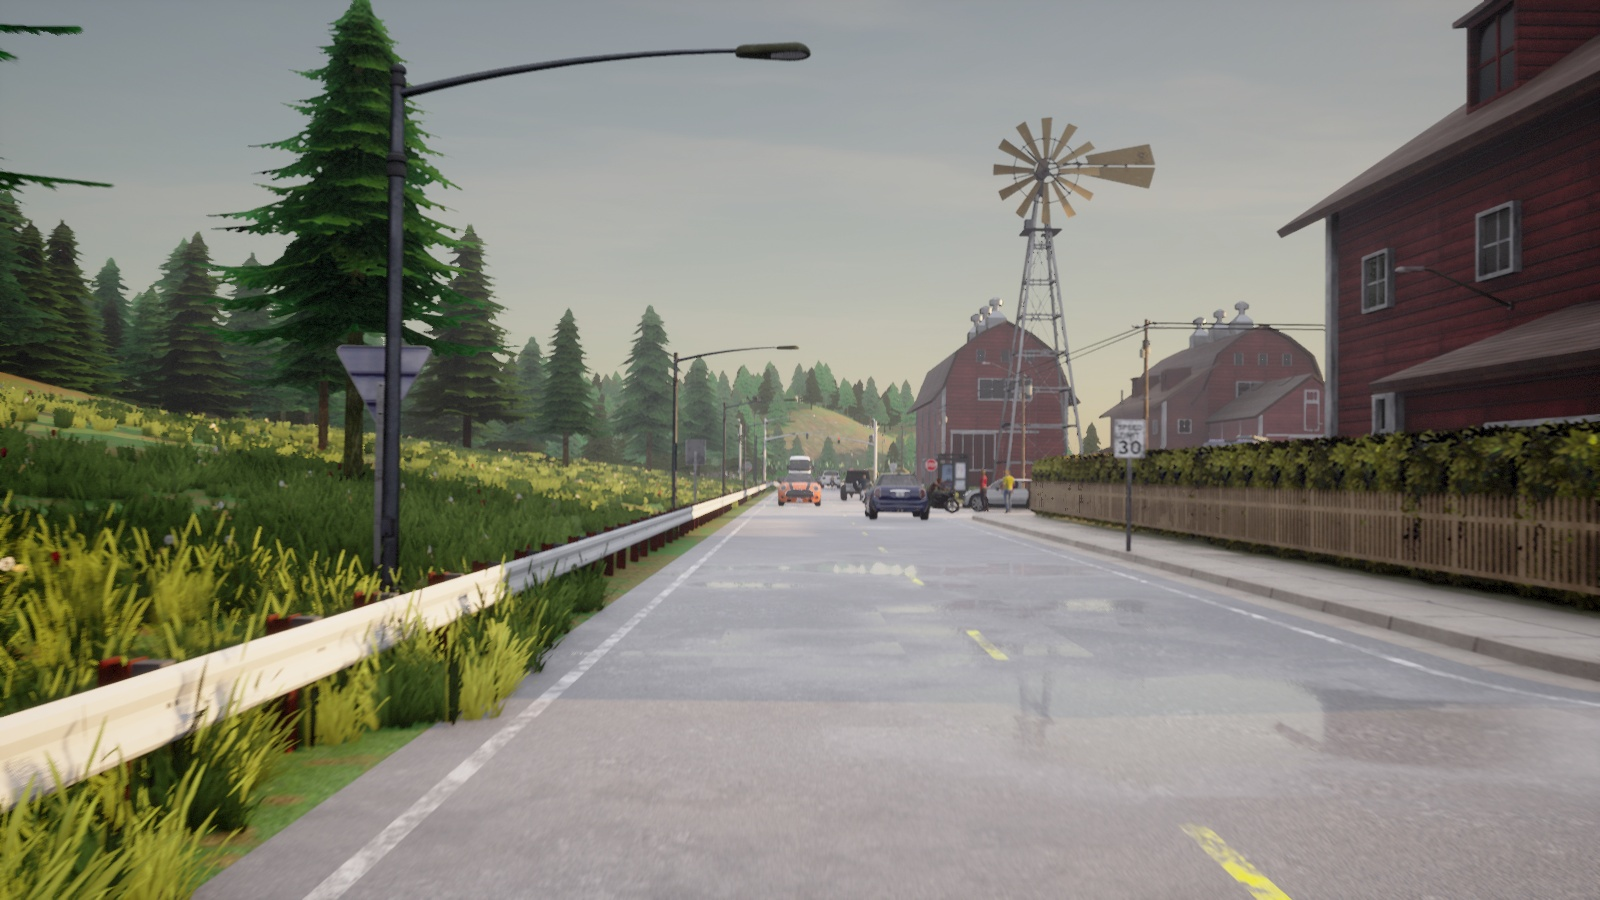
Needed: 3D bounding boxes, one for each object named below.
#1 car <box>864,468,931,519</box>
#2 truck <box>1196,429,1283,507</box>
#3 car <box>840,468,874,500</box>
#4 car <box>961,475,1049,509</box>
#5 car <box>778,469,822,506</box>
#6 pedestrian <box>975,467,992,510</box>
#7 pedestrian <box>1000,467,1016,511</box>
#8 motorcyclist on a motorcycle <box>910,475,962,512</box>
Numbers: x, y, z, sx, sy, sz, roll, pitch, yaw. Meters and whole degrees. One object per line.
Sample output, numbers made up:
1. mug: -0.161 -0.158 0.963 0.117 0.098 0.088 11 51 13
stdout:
1. car: 3.505 1.559 46.049 2.097 1.767 4.553 0 -1 0
2. truck: 23.109 0.961 65.687 2.891 3.827 8.468 0 -1 29
3. car: 3.499 2.079 77.146 1.905 1.878 3.866 0 -1 0
4. car: 9.200 1.875 56.322 3.806 1.475 1.970 0 -1 10
5. car: 0.002 1.866 63.006 2.097 1.767 4.553 0 -1 0
6. pedestrian: 7.982 1.660 54.638 0.636 1.846 0.331 0 -1 24
7. pedestrian: 8.732 1.626 52.729 0.354 1.836 0.706 0 -1 -17
8. motorcyclist on a motorcycle: 5.738 1.817 52.860 2.044 1.523 0.797 0 -1 22
